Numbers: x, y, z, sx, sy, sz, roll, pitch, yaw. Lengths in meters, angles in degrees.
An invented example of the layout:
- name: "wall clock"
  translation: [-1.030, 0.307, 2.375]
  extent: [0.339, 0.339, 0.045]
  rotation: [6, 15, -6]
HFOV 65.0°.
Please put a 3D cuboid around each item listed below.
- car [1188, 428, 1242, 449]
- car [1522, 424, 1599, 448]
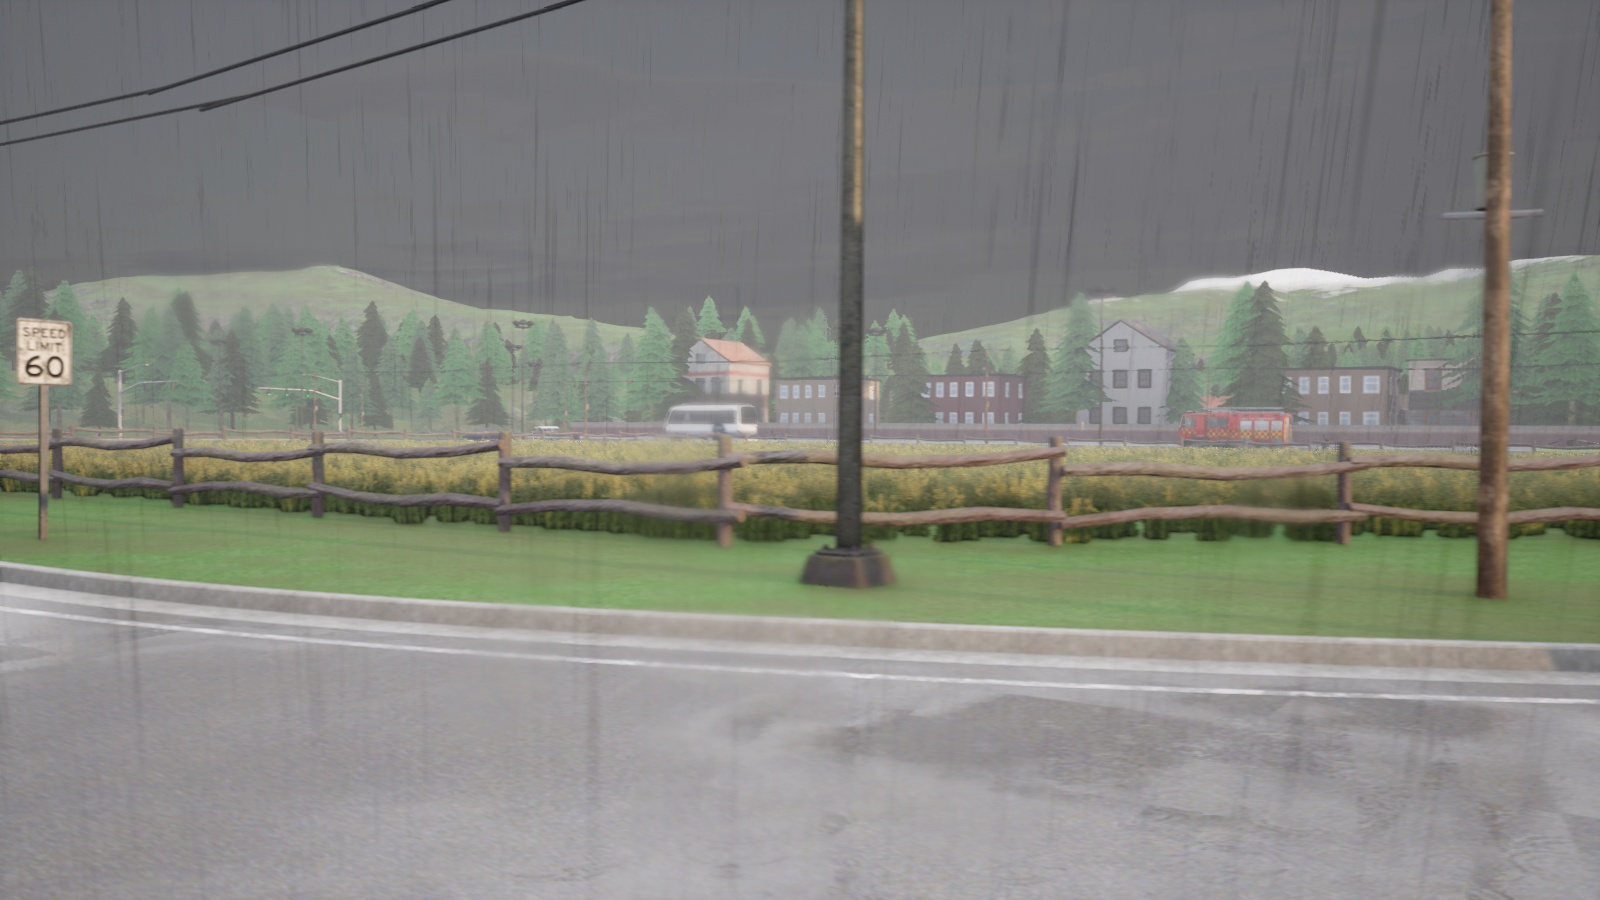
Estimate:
- name: "car"
  translation: [30.666, -0.835, 92.832]
  extent: [3.705, 1.549, 1.789]
  rotation: [0, 1, 20]
- name: "car"
  translation: [49.873, -0.893, 82.031]
  extent: [4.514, 1.525, 2.007]
  rotation: [0, 1, 34]
